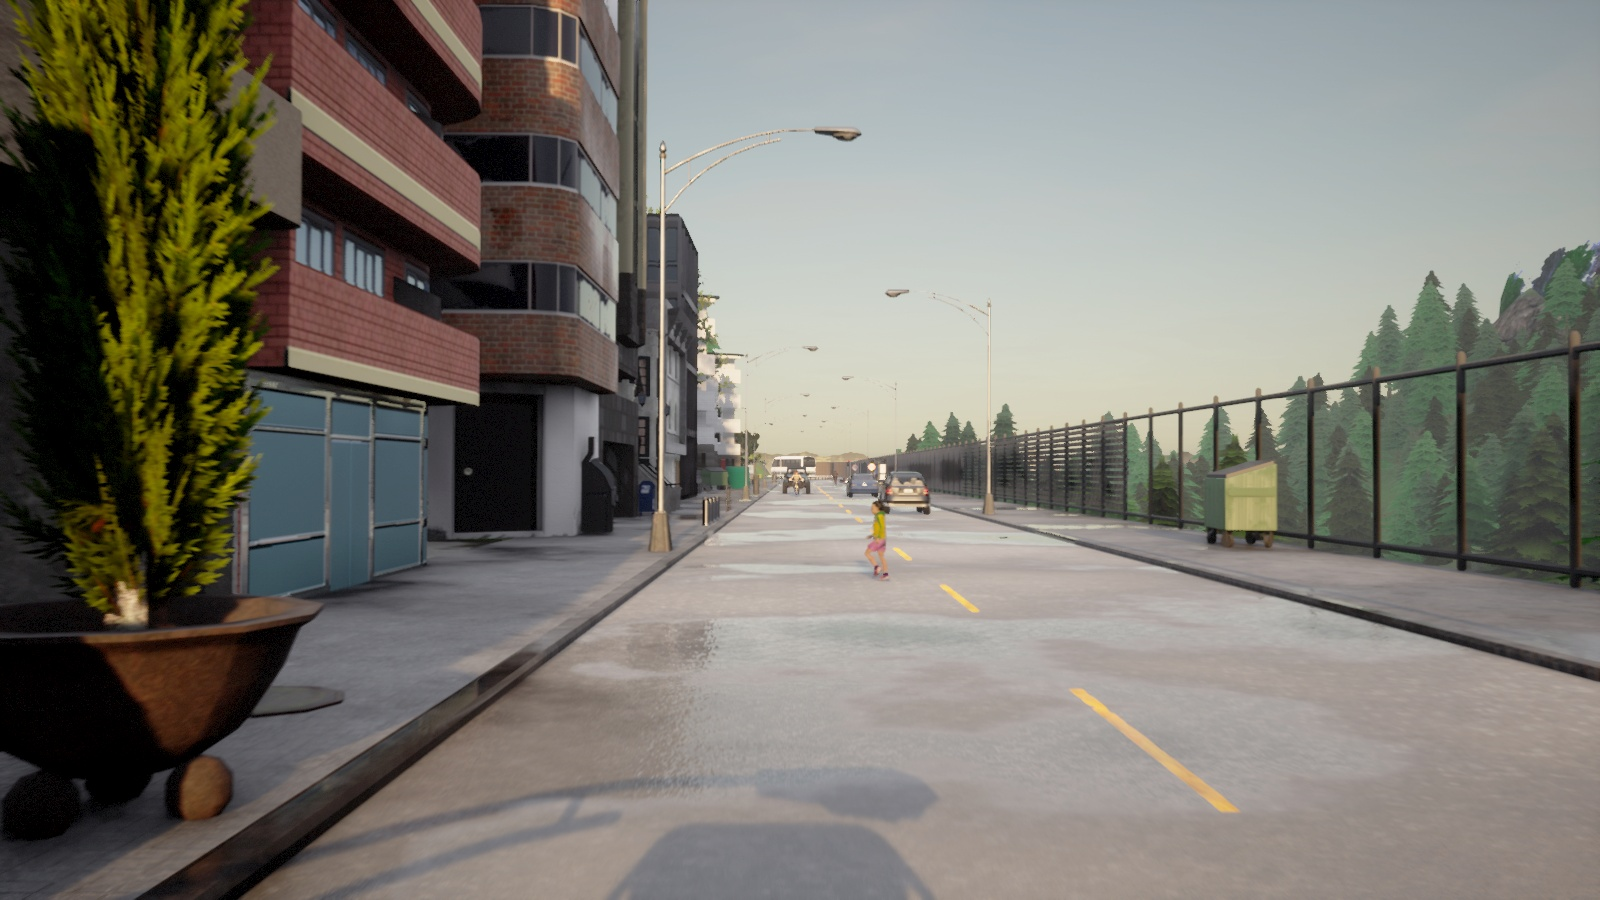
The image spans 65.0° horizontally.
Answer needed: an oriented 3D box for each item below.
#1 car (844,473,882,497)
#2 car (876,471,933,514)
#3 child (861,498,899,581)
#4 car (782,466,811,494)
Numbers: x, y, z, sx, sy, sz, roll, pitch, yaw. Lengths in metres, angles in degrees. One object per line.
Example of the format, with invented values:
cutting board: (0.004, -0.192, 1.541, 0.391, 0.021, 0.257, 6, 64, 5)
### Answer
car: (3.803, 2.129, 76.594, 2.033, 1.411, 5.357, 0, -1, 0)
car: (3.878, 1.565, 46.999, 1.789, 1.549, 3.705, 0, -1, 0)
child: (1.143, 1.259, 17.820, 0.473, 1.160, 0.299, -1, -1, 18)
car: (-0.220, 2.045, 85.624, 1.905, 1.878, 3.866, 0, -1, 0)
